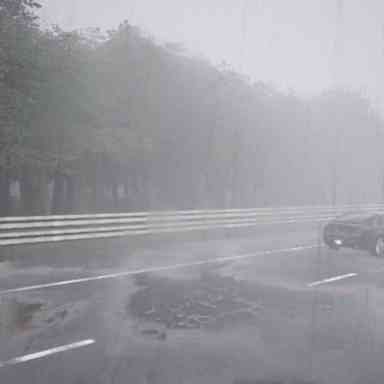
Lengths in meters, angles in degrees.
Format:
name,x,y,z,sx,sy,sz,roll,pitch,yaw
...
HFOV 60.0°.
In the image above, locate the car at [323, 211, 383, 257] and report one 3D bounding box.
name,x,y,z,sx,sy,sz,roll,pitch,yaw
car,7.158,1.514,13.048,4.892,1.490,1.837,0,0,-34
